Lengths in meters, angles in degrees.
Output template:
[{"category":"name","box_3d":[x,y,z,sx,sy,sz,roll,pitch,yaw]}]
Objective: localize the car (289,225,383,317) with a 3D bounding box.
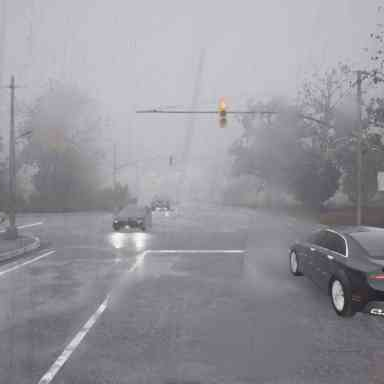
[{"category":"car","box_3d":[3.599,1.505,7.441,1.837,1.490,4.892,0,0,1]}]

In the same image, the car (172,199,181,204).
[{"category":"car","box_3d":[-4.368,2.432,83.174,1.895,1.301,4.718,0,-1,-22]}]

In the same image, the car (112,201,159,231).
[{"category":"car","box_3d":[-3.582,1.548,21.035,2.033,1.411,5.357,0,0,0]}]

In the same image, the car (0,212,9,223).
[{"category":"car","box_3d":[-15.474,1.675,23.045,4.718,1.301,1.895,-1,0,-3]}]

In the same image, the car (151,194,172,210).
[{"category":"car","box_3d":[-3.988,1.298,43.123,2.150,2.045,5.566,0,-1,-3]}]

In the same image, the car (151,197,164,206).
[{"category":"car","box_3d":[-7.247,1.917,69.114,2.097,1.767,4.553,0,-1,-13]}]
